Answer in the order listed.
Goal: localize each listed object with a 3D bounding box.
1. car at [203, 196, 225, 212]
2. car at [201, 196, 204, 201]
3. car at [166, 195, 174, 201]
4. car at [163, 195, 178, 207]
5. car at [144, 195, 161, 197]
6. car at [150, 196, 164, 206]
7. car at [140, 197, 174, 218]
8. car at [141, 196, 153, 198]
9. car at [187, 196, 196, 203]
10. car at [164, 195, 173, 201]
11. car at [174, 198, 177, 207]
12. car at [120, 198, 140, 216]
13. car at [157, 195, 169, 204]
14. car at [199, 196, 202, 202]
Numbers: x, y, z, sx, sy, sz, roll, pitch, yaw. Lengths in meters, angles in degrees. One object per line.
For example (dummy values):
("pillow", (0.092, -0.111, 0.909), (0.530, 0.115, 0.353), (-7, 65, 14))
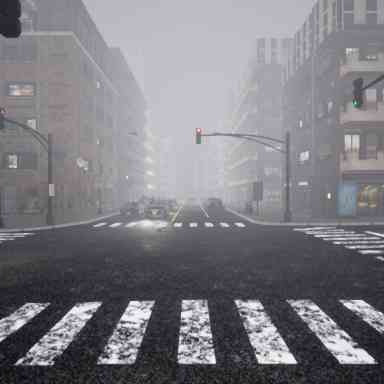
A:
("car", (2.634, 1.446, 37.910), (1.967, 1.590, 4.097), (0, 0, 0))
("car", (2.626, 1.449, 43.592), (1.967, 1.590, 4.097), (0, 0, 0))
("car", (-5.823, 1.590, 89.037), (2.008, 1.369, 4.403), (0, 0, 0))
("car", (-3.160, 1.576, 51.850), (1.994, 1.385, 4.181), (0, 0, 0))
("car", (-5.755, 1.324, 43.578), (2.192, 1.841, 5.009), (0, 0, 0))
("car", (-5.771, 1.454, 54.943), (1.967, 1.590, 4.097), (0, 0, 0))
("car", (-3.136, 1.496, 30.647), (2.128, 1.511, 4.902), (0, 0, 1))
("car", (-5.746, 1.532, 37.725), (1.752, 1.417, 4.829), (0, 0, 0))
("car", (-0.061, 1.535, 70.634), (2.128, 1.511, 4.902), (0, 0, 0))
("car", (-5.814, 1.585, 83.354), (2.008, 1.369, 4.403), (0, 0, 0))
("car", (-3.160, 1.608, 40.716), (1.895, 1.301, 4.718), (0, 0, 0))
("car", (-5.737, 1.571, 32.212), (1.947, 1.339, 4.313), (0, 0, 0))
("car", (-5.788, 1.461, 66.308), (1.967, 1.590, 4.097), (0, 0, 0))
("car", (2.609, 1.596, 54.957), (1.802, 1.307, 4.206), (0, 0, 0))
